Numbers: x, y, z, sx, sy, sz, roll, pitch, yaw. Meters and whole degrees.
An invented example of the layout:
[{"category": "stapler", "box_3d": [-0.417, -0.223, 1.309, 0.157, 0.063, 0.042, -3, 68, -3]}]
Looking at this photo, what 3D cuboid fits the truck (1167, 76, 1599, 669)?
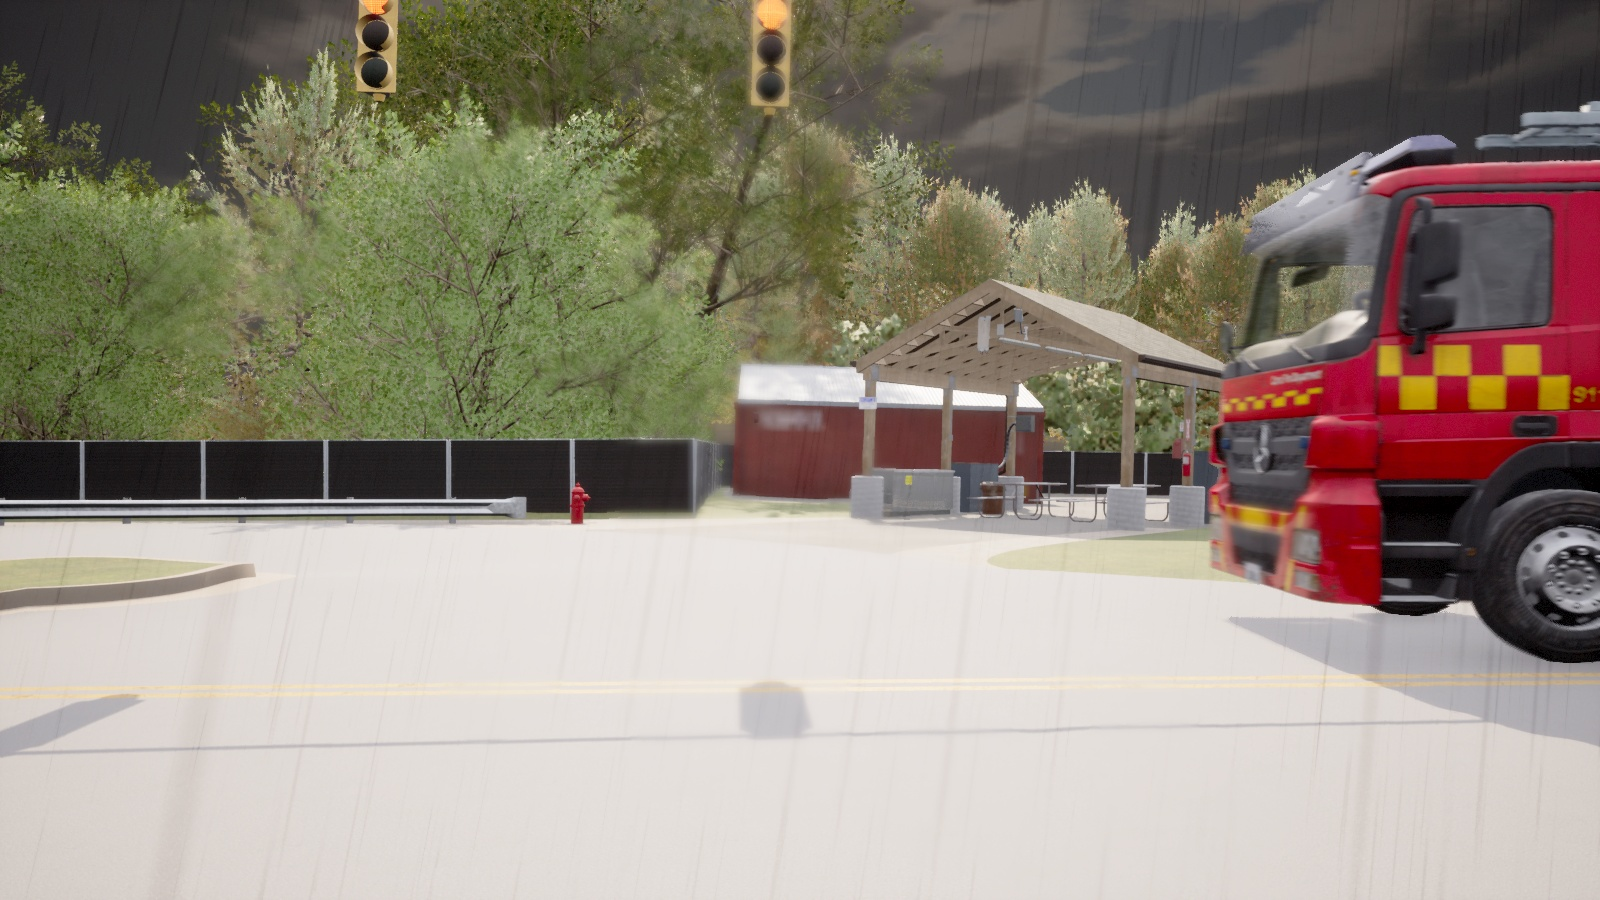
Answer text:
[{"category": "truck", "box_3d": [7.414, -0.498, 9.462, 8.468, 3.827, 2.891, 0, 0, 2]}]
